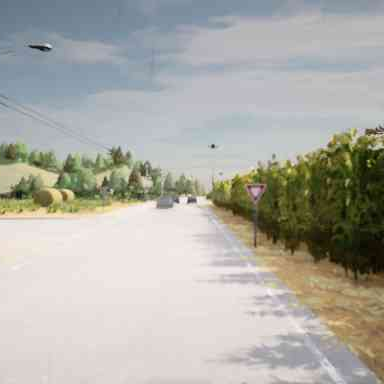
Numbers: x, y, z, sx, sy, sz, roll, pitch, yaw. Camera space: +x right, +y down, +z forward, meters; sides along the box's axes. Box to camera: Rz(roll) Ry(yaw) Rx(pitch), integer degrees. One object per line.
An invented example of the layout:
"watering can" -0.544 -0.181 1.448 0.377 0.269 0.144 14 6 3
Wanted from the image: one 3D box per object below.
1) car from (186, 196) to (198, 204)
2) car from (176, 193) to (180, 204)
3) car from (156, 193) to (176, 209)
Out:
"car" 0.017 1.493 62.063 1.837 1.490 4.892 0 0 1
"car" -3.479 1.211 62.500 2.150 2.045 5.566 0 0 1
"car" -3.584 1.344 44.391 2.097 1.767 4.553 0 0 0
